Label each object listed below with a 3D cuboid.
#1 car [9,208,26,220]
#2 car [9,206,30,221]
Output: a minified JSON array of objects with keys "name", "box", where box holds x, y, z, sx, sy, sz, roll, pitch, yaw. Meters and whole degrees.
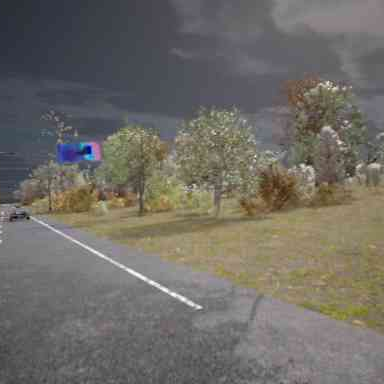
[{"name":"car","box":[-24.382,3.007,46.400,1.895,1.301,4.718,-3,0,-29]},{"name":"car","box":[-21.362,2.583,41.090,2.097,1.767,4.553,-3,0,-29]}]
